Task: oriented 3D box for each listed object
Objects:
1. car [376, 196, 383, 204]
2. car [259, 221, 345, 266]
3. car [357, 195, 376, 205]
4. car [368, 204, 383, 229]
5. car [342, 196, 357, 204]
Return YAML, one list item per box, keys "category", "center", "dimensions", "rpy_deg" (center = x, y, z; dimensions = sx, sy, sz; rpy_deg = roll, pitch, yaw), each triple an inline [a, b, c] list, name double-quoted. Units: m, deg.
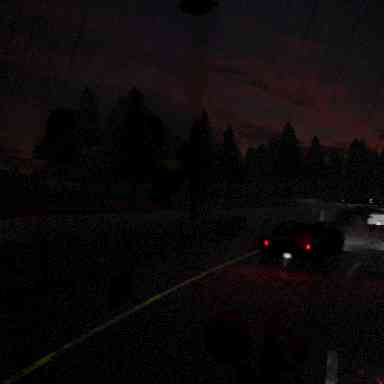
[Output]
- category: "car"
  center: [35.415, 1.302, 59.003]
  dimensions: [5.566, 2.045, 2.150]
  rpy_deg: [-1, 1, -40]
- category: "car"
  center: [4.210, 1.689, 12.088]
  dimensions: [1.895, 1.301, 4.718]
  rpy_deg: [1, 0, 35]
- category: "car"
  center: [33.193, 1.414, 61.708]
  dimensions: [4.553, 1.767, 2.097]
  rpy_deg: [-1, 1, -40]
- category: "car"
  center: [13.617, 1.774, 22.605]
  dimensions: [4.674, 1.442, 1.812]
  rpy_deg: [0, 0, -40]
- category: "car"
  center: [30.933, 1.540, 64.381]
  dimensions: [4.892, 1.490, 1.837]
  rpy_deg: [-1, 1, -40]
